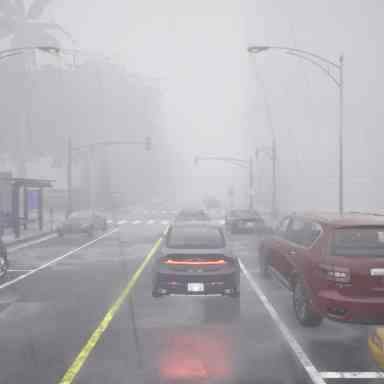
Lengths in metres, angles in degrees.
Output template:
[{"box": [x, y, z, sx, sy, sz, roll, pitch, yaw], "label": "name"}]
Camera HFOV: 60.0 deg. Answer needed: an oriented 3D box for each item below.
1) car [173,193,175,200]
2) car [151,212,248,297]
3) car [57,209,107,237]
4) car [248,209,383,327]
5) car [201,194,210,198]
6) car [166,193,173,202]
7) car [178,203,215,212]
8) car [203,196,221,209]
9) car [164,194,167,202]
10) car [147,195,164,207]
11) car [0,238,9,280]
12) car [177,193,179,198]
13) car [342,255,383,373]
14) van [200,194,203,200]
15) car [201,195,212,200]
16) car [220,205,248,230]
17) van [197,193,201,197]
[{"box": [-5.674, 1.259, 76.800, 2.192, 1.841, 5.009, 0, 0, 0], "label": "car"}, {"box": [0.086, 1.503, 8.542, 1.837, 1.490, 4.892, 0, 0, 0], "label": "car"}, {"box": [-5.744, 1.577, 17.839, 1.802, 1.307, 4.206, 0, 0, 0], "label": "car"}, {"box": [2.767, 1.314, 6.960, 2.192, 1.841, 5.009, 0, 0, 0], "label": "car"}, {"box": [2.827, 1.496, 55.259, 1.752, 1.417, 4.829, 0, 0, 0], "label": "car"}, {"box": [-5.680, 1.392, 71.379, 1.967, 1.590, 4.097, 0, 0, 0], "label": "car"}, {"box": [0.024, 1.559, 18.571, 1.994, 1.385, 4.181, 0, 0, 0], "label": "car"}, {"box": [2.813, 1.545, 44.248, 1.947, 1.339, 4.313, 0, 0, 0], "label": "car"}, {"box": [-5.699, 1.410, 55.118, 1.967, 1.590, 4.097, 0, 0, 0], "label": "car"}, {"box": [-5.706, 1.526, 49.698, 2.008, 1.369, 4.403, 0, 0, 0], "label": "car"}, {"box": [-5.758, 1.439, 6.987, 1.967, 1.590, 4.097, 0, 0, 0], "label": "car"}, {"box": [-5.654, 1.234, 93.061, 2.192, 1.841, 5.009, 0, 0, 0], "label": "car"}, {"box": [2.762, 1.525, 1.705, 1.752, 1.417, 4.829, 0, 0, 0], "label": "car"}, {"box": [2.832, 1.306, 60.509, 1.690, 1.788, 3.998, 0, 0, 0], "label": "van"}, {"box": [2.820, 1.541, 49.668, 1.947, 1.339, 4.313, 0, 0, 0], "label": "car"}, {"box": [2.781, 1.561, 17.811, 1.947, 1.339, 4.313, 0, 0, 0], "label": "car"}, {"box": [2.859, 1.278, 82.190, 1.690, 1.788, 3.998, 0, 0, 0], "label": "van"}]
